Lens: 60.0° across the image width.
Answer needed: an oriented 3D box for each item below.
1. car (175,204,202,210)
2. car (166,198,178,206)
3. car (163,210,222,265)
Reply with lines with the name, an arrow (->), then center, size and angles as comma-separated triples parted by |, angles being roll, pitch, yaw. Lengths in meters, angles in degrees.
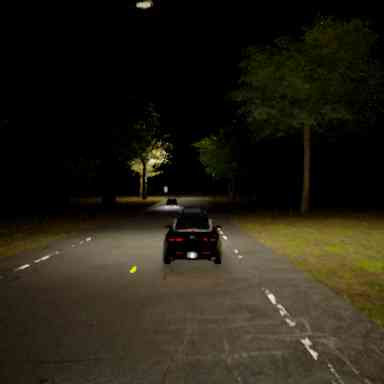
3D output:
car -> 0.031, 1.772, 25.156 | 2.033, 1.411, 5.357 | 0, 0, 1
car -> -3.534, 1.686, 58.456 | 1.895, 1.301, 4.718 | 0, 1, 1
car -> 0.043, 1.612, 12.016 | 1.837, 1.490, 4.892 | 0, -1, 1
